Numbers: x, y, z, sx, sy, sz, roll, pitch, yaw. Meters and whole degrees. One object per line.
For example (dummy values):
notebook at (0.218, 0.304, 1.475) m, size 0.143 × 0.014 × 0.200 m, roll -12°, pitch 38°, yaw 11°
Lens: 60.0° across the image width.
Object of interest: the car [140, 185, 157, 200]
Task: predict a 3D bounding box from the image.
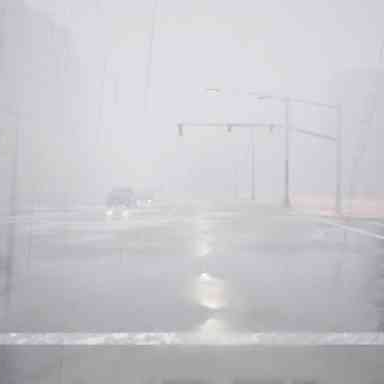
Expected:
car at (-6.930, 0.262, 49.661) m, size 2.097 × 1.767 × 4.553 m, roll 0°, pitch 1°, yaw 1°

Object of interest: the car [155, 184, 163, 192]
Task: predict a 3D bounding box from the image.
car at (-6.815, -0.552, 65.290) m, size 2.150 × 2.045 × 5.566 m, roll 0°, pitch 1°, yaw 0°

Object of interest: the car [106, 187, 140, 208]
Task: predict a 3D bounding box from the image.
car at (-6.993, 0.486, 33.470) m, size 2.150 × 2.045 × 5.566 m, roll 0°, pitch 1°, yaw 0°
